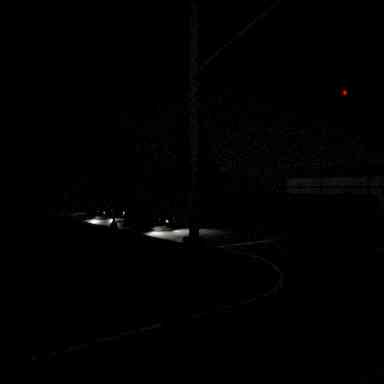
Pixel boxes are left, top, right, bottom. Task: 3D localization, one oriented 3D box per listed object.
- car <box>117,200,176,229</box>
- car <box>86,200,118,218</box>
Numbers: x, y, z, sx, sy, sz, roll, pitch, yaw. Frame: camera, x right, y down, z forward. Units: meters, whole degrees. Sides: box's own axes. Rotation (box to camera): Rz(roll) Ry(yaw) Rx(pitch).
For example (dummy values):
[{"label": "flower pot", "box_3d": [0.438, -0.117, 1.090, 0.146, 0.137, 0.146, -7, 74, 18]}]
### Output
[{"label": "car", "box_3d": [-2.897, 1.505, 21.814, 1.837, 1.490, 4.892, 0, 0, -36]}, {"label": "car", "box_3d": [-8.424, 1.505, 30.059, 1.837, 1.490, 4.892, 0, 0, -26]}]
